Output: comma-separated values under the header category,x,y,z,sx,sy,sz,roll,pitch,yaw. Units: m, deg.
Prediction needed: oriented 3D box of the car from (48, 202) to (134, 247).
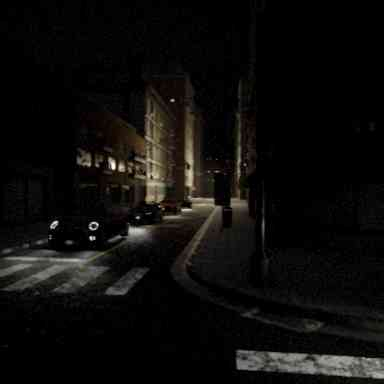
category,x,y,z,sx,sy,sz,roll,pitch,yaw
car,-4.313,1.278,14.535,2.097,1.767,4.553,1,0,6

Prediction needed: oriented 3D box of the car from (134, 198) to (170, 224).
category,x,y,z,sx,sy,sz,roll,pitch,yaw
car,-3.270,1.411,24.255,2.128,1.511,4.902,1,0,6

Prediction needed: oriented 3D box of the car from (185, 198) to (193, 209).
category,x,y,z,sx,sy,sz,roll,pitch,yaw
car,-1.073,1.462,43.723,1.994,1.385,4.181,1,0,7

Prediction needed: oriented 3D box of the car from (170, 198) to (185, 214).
category,x,y,z,sx,sy,sz,roll,pitch,yaw
car,-2.205,1.388,33.825,1.882,1.535,5.008,1,0,6
